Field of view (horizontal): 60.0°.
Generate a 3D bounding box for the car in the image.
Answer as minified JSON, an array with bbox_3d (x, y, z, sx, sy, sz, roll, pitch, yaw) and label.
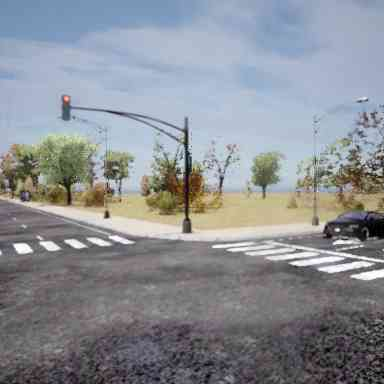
[{"bbox_3d":[8.849,1.700,17.563,4.181,1.385,1.994,0,0,-34],"label":"car"}]
